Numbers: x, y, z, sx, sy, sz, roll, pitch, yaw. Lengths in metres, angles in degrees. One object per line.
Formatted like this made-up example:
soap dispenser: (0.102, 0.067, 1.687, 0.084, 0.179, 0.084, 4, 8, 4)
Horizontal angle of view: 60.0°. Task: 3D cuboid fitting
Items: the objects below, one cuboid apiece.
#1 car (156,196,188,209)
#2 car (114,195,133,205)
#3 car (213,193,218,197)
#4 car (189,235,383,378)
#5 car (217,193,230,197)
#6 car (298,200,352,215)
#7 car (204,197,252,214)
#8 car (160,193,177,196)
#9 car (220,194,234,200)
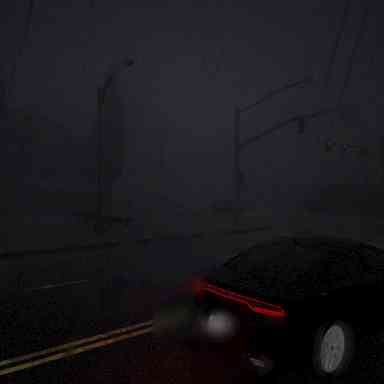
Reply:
car: (-2.869, 1.564, 45.688, 1.994, 1.385, 4.181, 0, 0, -35)
car: (-12.122, 1.351, 58.990, 2.097, 1.767, 4.553, 0, 0, -35)
car: (6.079, 1.156, 71.110, 3.866, 1.878, 1.905, 0, 0, -37)
car: (2.278, 1.478, 5.631, 5.008, 1.535, 1.882, 0, 0, -37)
car: (7.793, 1.395, 68.776, 3.806, 1.475, 1.970, 0, 0, -37)
car: (13.438, 1.547, 33.876, 2.033, 1.411, 5.357, 0, 0, -31)
car: (3.972, 1.547, 35.918, 2.033, 1.411, 5.357, 0, 0, -35)
car: (-5.625, 1.156, 86.861, 3.866, 1.878, 1.905, 0, 0, -37)
car: (10.024, 1.395, 95.078, 3.806, 1.475, 1.970, 0, 0, -37)
